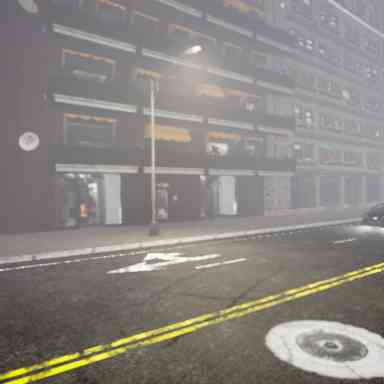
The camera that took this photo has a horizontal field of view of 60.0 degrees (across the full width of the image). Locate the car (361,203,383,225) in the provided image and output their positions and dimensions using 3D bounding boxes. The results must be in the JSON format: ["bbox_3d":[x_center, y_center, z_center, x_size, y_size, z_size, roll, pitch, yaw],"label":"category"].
[{"bbox_3d":[12.712,1.402,21.436,4.181,1.385,1.994,-1,0,-38],"label":"car"}]
